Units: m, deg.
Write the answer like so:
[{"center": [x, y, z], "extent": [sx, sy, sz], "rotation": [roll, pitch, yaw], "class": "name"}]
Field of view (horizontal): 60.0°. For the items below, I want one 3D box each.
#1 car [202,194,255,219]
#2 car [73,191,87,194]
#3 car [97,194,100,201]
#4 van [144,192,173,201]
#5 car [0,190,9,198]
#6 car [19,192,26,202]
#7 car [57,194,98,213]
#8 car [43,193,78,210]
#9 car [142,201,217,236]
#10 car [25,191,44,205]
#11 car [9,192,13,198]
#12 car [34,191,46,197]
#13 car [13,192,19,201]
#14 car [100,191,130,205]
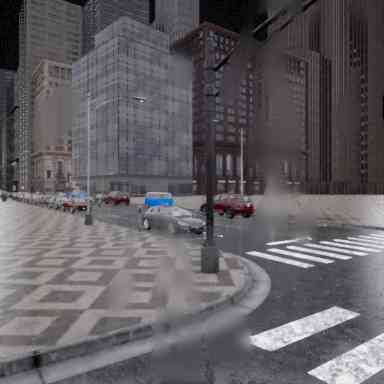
[{"center": [2.748, 1.050, 26.367], "extent": [2.192, 1.841, 5.009], "rotation": [1, 0, -36], "class": "car"}, {"center": [-16.159, 0.967, 48.414], "extent": [1.895, 1.301, 4.718], "rotation": [0, 1, -36], "class": "car"}, {"center": [-13.114, 0.935, 48.589], "extent": [2.008, 1.369, 4.403], "rotation": [1, 0, -36], "class": "car"}, {"center": [-3.596, 0.931, 35.255], "extent": [1.690, 1.788, 3.998], "rotation": [1, 0, -36], "class": "van"}, {"center": [-39.085, 0.611, 70.303], "extent": [1.947, 1.339, 4.313], "rotation": [1, 0, -36], "class": "car"}, {"center": [-23.229, 0.875, 48.086], "extent": [2.008, 1.369, 4.403], "rotation": [1, 0, -36], "class": "car"}, {"center": [-10.544, 1.139, 30.311], "extent": [1.887, 1.381, 4.507], "rotation": [1, 0, -36], "class": "car"}, {"center": [-13.715, 1.075, 34.754], "extent": [2.008, 1.369, 4.403], "rotation": [1, 0, -36], "class": "car"}, {"center": [-1.031, 1.367, 16.981], "extent": [2.008, 1.369, 4.403], "rotation": [1, 0, -36], "class": "car"}, {"center": [-20.058, 0.940, 43.642], "extent": [2.008, 1.369, 4.403], "rotation": [1, 0, -36], "class": "car"}, {"center": [-29.572, 0.748, 56.973], "extent": [1.887, 1.381, 4.507], "rotation": [1, 0, -36], "class": "car"}, {"center": [-38.487, 0.495, 84.139], "extent": [1.887, 1.381, 4.507], "rotation": [0, 0, -36], "class": "car"}, {"center": [-26.399, 0.702, 52.529], "extent": [1.967, 1.590, 4.097], "rotation": [1, 0, -36], "class": "car"}, {"center": [-9.939, 0.766, 44.144], "extent": [2.192, 1.841, 5.009], "rotation": [1, 0, -36], "class": "car"}]
